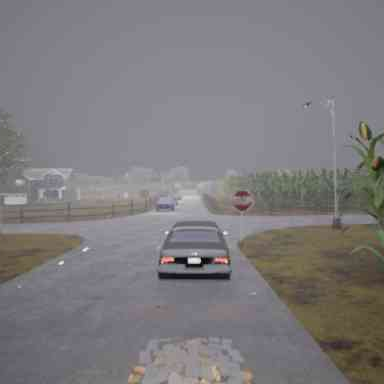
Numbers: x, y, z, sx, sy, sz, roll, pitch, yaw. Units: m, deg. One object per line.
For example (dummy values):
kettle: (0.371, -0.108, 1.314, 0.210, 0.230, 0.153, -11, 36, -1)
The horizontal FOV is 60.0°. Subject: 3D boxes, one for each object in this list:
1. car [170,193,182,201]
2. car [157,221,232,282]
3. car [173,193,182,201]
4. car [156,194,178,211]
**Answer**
car: (-2.936, 0.886, 61.315, 1.994, 1.385, 4.181, 0, 2, 0)
car: (0.120, 1.557, 9.853, 2.033, 1.411, 5.357, 0, 0, 2)
car: (-2.931, 1.202, 47.725, 2.033, 1.411, 5.357, 0, 1, 0)
car: (-2.923, 1.295, 37.706, 1.882, 1.535, 5.008, 0, 1, 0)
